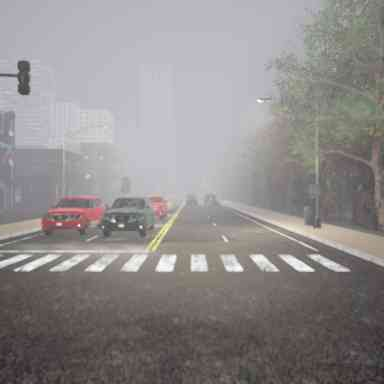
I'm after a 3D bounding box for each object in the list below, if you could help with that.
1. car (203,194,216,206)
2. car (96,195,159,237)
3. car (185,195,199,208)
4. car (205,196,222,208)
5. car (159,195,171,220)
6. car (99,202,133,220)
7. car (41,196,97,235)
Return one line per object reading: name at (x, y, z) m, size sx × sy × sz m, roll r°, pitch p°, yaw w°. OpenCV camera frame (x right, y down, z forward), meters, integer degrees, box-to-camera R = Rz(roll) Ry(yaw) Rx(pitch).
car at (3.182, 1.325, 58.835) m, size 2.150 × 2.045 × 5.566 m, roll 0°, pitch 0°, yaw 0°
car at (-3.373, 1.256, 18.587) m, size 2.150 × 2.045 × 5.566 m, roll 0°, pitch 0°, yaw 0°
car at (0.044, 1.567, 49.887) m, size 1.882 × 1.535 × 5.008 m, roll 0°, pitch 0°, yaw 0°
car at (3.295, 1.688, 48.854) m, size 1.895 × 1.301 × 4.718 m, roll 0°, pitch 0°, yaw 0°
car at (-3.374, 1.274, 28.987) m, size 2.150 × 2.045 × 5.566 m, roll 0°, pitch 0°, yaw 1°
car at (-6.621, 1.617, 29.426) m, size 1.994 × 1.385 × 4.181 m, roll 0°, pitch 0°, yaw 1°
car at (-6.622, 1.258, 19.334) m, size 2.150 × 2.045 × 5.566 m, roll 0°, pitch 0°, yaw 0°
